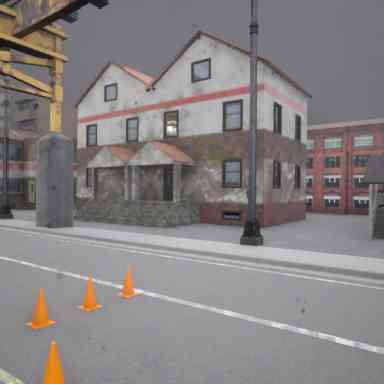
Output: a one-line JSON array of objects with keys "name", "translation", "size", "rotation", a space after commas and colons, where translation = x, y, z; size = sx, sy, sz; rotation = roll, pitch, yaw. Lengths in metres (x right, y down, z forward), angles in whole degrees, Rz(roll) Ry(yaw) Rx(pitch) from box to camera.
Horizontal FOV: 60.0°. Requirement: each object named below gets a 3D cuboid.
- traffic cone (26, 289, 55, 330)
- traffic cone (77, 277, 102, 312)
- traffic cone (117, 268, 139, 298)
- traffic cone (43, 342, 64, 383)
[{"name": "traffic cone", "translation": [-2.563, 1.949, 5.641], "size": [0.340, 0.580, 0.340], "rotation": [0, 0, 36]}, {"name": "traffic cone", "translation": [-1.978, 1.949, 6.452], "size": [0.340, 0.580, 0.340], "rotation": [0, 0, 36]}, {"name": "traffic cone", "translation": [-1.393, 1.949, 7.263], "size": [0.340, 0.580, 0.340], "rotation": [0, 0, 36]}, {"name": "traffic cone", "translation": [-1.526, 1.952, 3.660], "size": [0.340, 0.580, 0.340], "rotation": [0, 0, 36]}]
